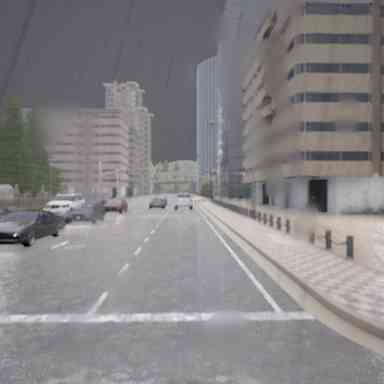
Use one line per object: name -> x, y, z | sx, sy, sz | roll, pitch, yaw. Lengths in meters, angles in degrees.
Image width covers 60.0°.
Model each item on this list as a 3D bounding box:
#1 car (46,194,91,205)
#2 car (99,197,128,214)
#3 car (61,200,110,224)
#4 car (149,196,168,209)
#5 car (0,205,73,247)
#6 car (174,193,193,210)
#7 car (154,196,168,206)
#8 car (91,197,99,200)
car -> -11.327, 1.173, 30.188 | 2.150, 2.045, 5.566 | 0, 0, -1
car -> -7.936, 1.417, 34.795 | 1.882, 1.535, 5.008 | 0, 0, -2
car -> -7.686, 1.523, 24.340 | 1.994, 1.385, 4.181 | 0, 0, -2
car -> -4.482, 1.484, 43.319 | 1.994, 1.385, 4.181 | 0, 0, -1
car -> -7.451, 1.524, 15.136 | 2.033, 1.411, 5.357 | 0, 0, -1
car -> -1.048, 1.141, 42.024 | 2.150, 2.045, 5.566 | 0, 0, -1
car -> -4.816, 1.380, 52.302 | 1.882, 1.535, 5.008 | 0, 0, -1
car -> -11.545, 1.423, 40.419 | 2.128, 1.511, 4.902 | 0, 0, -1
